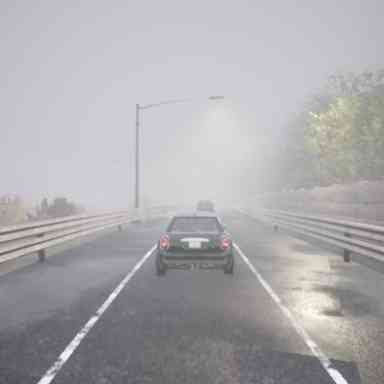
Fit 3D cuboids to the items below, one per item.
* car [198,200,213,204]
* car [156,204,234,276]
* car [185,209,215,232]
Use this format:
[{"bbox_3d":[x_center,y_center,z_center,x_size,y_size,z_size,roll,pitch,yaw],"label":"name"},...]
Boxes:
[{"bbox_3d":[1.752,2.047,42.075,2.150,2.045,5.566,0,-1,4],"label":"car"},{"bbox_3d":[0.114,1.407,10.683,2.097,1.767,4.553,0,-1,1],"label":"car"},{"bbox_3d":[0.613,1.956,23.738,1.895,1.301,4.718,0,-1,3],"label":"car"}]
